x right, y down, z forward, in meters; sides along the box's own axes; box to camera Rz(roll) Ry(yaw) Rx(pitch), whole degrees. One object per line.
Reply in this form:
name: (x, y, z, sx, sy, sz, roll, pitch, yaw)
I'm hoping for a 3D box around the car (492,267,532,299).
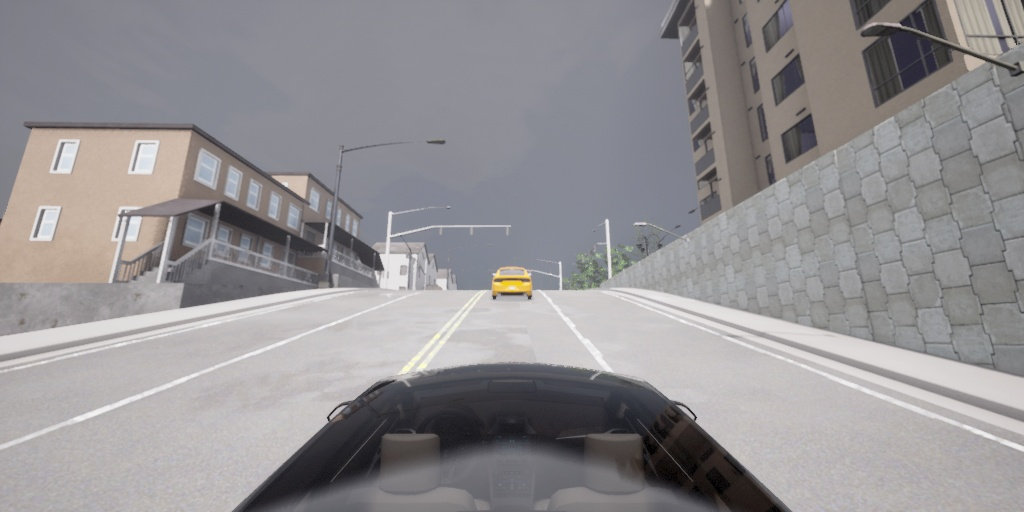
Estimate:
car: (0.001, 1.295, 18.383, 1.882, 1.535, 5.008, 0, -1, 0)
